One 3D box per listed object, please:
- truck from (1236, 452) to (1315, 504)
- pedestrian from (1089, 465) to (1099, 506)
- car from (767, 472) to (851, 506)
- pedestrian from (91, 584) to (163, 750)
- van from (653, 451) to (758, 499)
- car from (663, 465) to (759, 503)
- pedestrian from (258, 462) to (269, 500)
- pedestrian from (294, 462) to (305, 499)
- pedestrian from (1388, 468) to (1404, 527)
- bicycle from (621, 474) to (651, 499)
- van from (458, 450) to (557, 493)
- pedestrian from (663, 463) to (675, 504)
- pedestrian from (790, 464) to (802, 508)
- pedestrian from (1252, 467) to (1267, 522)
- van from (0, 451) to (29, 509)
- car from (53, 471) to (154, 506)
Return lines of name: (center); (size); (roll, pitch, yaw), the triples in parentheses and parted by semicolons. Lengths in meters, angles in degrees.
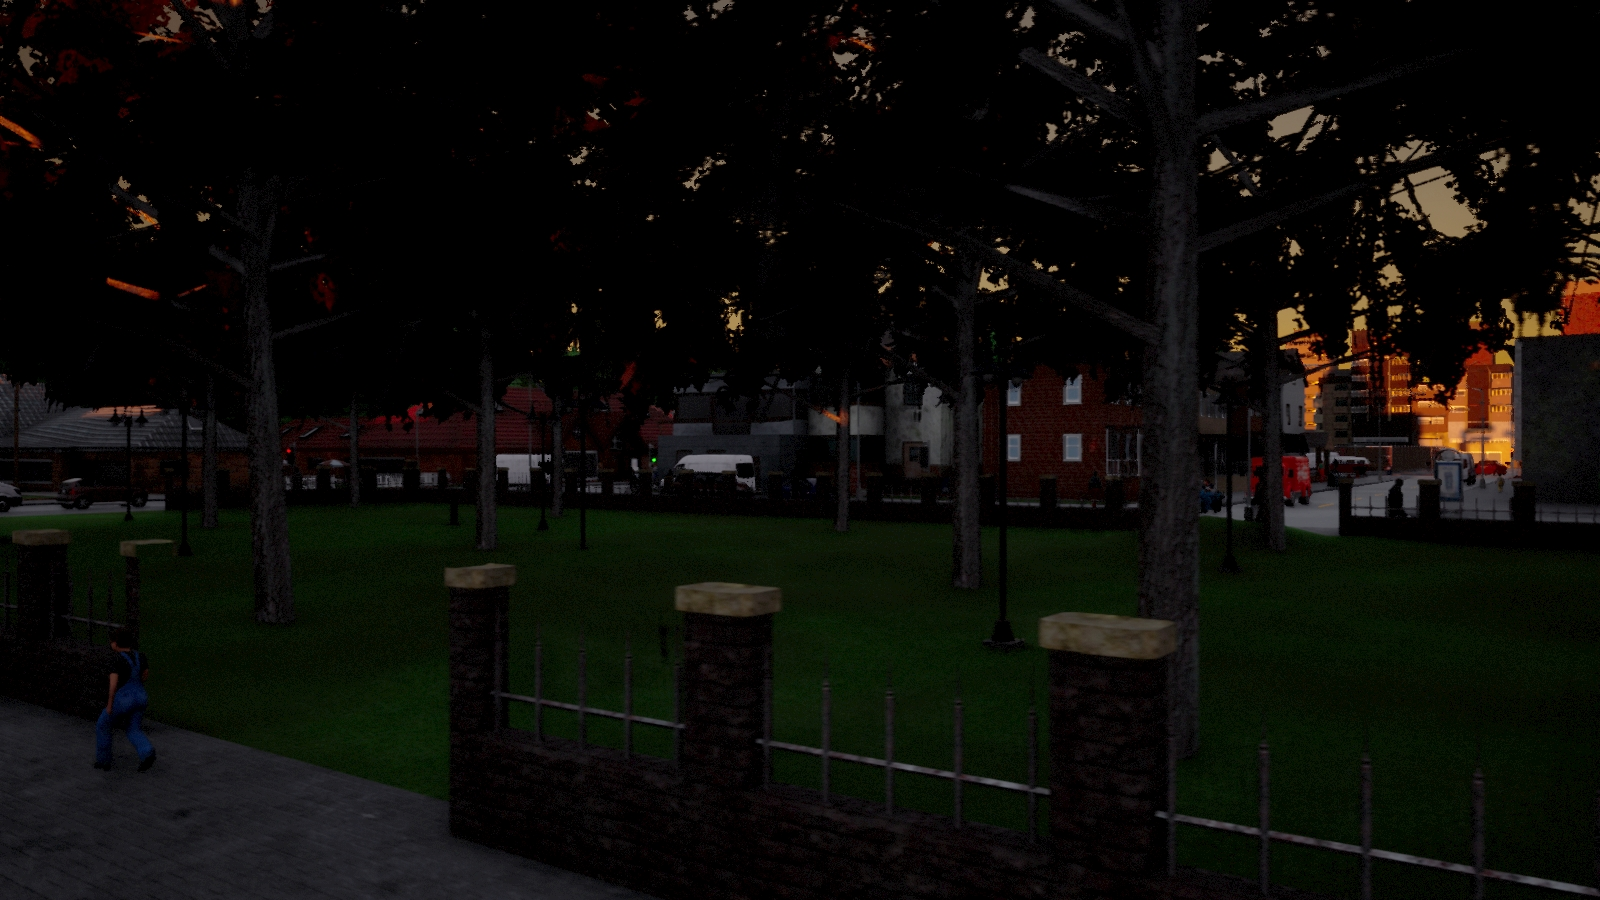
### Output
truck: (24.076, 1.344, 57.756); (2.627, 2.467, 5.204); (0, 0, 35)
pedestrian: (13.435, 1.629, 52.195); (0.375, 1.860, 0.375); (0, 0, 24)
car: (0.424, 1.818, 54.628); (3.633, 1.501, 1.845); (0, 0, 36)
pedestrian: (-5.650, 1.805, 9.593); (0.375, 1.300, 0.375); (0, 0, 26)
van: (-5.293, 1.314, 63.279); (5.915, 2.561, 1.988); (0, 0, 36)
car: (-4.520, 1.686, 57.882); (4.553, 1.767, 2.097); (0, 0, 35)
pedestrian: (-26.716, 1.525, 56.894); (0.375, 1.860, 0.375); (0, 0, 33)
pedestrian: (-25.220, 1.525, 57.543); (0.375, 1.860, 0.375); (0, 0, 33)
pedestrian: (19.117, 1.525, 36.659); (0.375, 1.860, 0.375); (0, 0, 40)
bicycle: (-8.733, 1.940, 60.908); (1.835, 1.271, 0.329); (0, 0, 35)
van: (-18.253, 1.314, 71.282); (5.915, 2.561, 1.988); (0, -1, 21)
pedestrian: (-6.025, 1.525, 52.450); (0.375, 1.860, 0.375); (0, 0, 35)
pedestrian: (-0.177, 1.524, 48.437); (0.375, 1.860, 0.375); (0, 0, 27)
pedestrian: (15.815, 1.525, 39.320); (0.375, 1.860, 0.375); (0, 0, 36)
van: (-37.147, 1.314, 49.438); (1.988, 2.561, 5.915); (0, 0, 36)
car: (-33.346, 1.806, 54.756); (1.789, 1.549, 3.705); (0, 0, 35)
